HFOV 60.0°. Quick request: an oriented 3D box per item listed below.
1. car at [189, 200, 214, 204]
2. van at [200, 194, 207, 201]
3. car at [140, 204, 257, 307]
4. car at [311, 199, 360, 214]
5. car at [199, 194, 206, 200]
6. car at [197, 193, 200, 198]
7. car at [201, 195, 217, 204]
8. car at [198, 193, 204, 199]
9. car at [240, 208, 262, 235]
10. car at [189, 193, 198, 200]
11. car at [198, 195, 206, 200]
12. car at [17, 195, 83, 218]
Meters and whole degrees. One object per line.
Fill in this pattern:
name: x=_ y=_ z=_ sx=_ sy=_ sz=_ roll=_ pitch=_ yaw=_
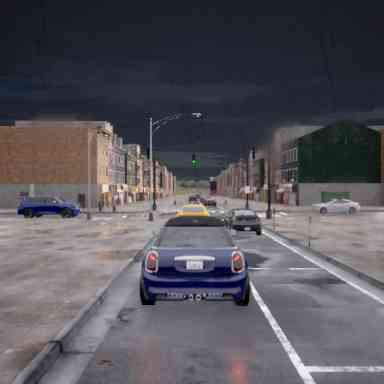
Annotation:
car: x=0.102 y=1.473 z=19.831 sx=1.882 sy=1.535 sz=5.008 roll=0 pitch=0 yaw=1
van: x=2.869 y=1.357 z=83.883 sx=1.690 sy=1.788 sz=3.998 roll=-1 pitch=0 yaw=0
car: x=0.072 y=1.349 z=8.161 sx=2.097 sy=1.767 sz=4.553 roll=0 pitch=0 yaw=1
car: x=14.255 y=1.405 z=33.106 sx=4.674 sy=1.442 sz=1.812 roll=0 pitch=1 yaw=-2
car: x=2.808 y=1.589 z=61.753 sx=1.802 sy=1.307 sz=4.206 roll=-1 pitch=0 yaw=0
car: x=2.855 y=1.454 z=78.350 sx=1.967 sy=1.590 sz=4.097 roll=-1 pitch=0 yaw=0
car: x=2.774 y=1.548 z=50.688 sx=1.887 sy=1.381 sz=4.507 roll=-1 pitch=0 yaw=0
car: x=2.840 y=1.556 z=72.818 sx=1.887 sy=1.381 sz=4.507 roll=-1 pitch=0 yaw=0
car: x=2.677 y=1.546 z=18.243 sx=2.008 sy=1.369 sz=4.403 roll=-1 pitch=0 yaw=0
car: x=0.240 y=1.515 z=79.813 sx=1.837 sy=1.490 sz=4.892 roll=0 pitch=0 yaw=0
car: x=2.907 y=1.571 z=94.948 sx=2.008 sy=1.369 sz=4.403 roll=-1 pitch=0 yaw=0
car: x=-12.847 y=1.336 z=30.234 sx=5.566 sy=2.045 sz=2.150 roll=0 pitch=1 yaw=0
